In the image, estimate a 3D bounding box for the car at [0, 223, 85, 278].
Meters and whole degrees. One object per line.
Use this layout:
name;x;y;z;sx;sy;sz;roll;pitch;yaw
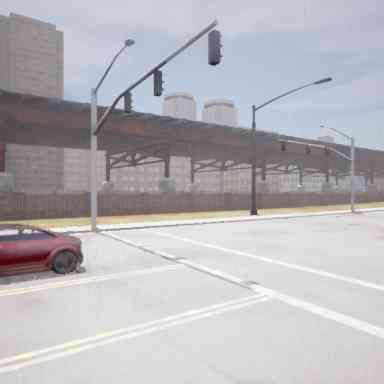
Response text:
car;-5.111;1.564;8.944;4.181;1.385;1.994;0;0;-35
